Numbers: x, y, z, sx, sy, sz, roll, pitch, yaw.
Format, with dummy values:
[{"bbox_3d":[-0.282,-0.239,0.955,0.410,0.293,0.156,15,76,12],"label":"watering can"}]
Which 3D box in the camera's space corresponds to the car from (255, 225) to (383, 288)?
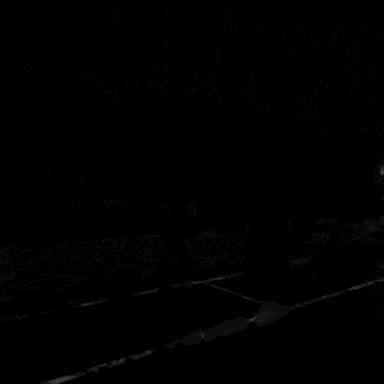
[{"bbox_3d":[3.607,1.599,9.221,4.206,1.307,1.802,0,0,-35],"label":"car"}]
